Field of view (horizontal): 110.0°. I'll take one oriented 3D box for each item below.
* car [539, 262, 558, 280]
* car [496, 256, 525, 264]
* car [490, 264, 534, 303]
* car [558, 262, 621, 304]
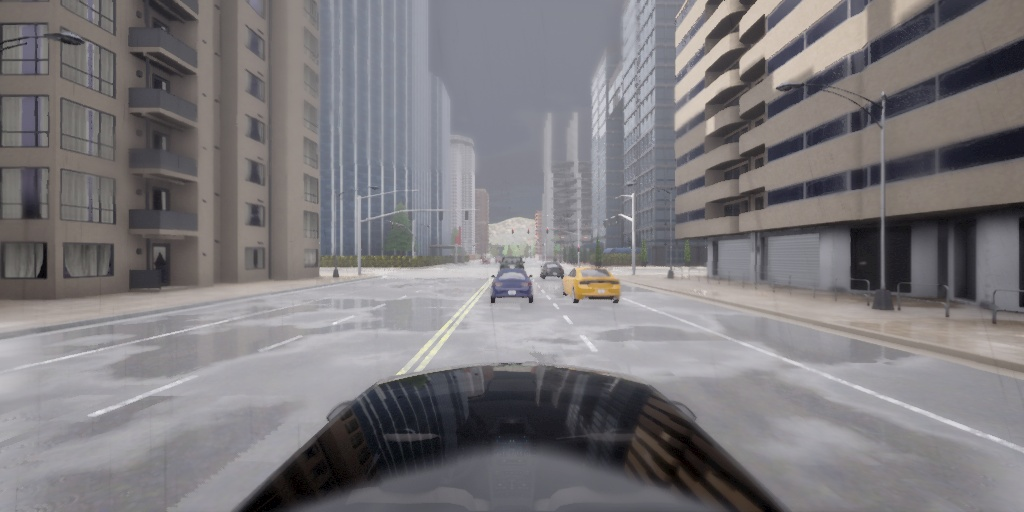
[{"bbox_3d":[3.500,1.282,31.500,1.812,1.442,4.674,0,0,0],"label":"car"},{"bbox_3d":[0.000,1.007,31.530,2.150,2.045,5.566,0,0,0],"label":"car"},{"bbox_3d":[0.000,1.282,16.500,1.812,1.442,4.674,0,0,0],"label":"car"},{"bbox_3d":[3.500,1.234,16.500,1.882,1.535,5.008,0,0,0],"label":"car"}]
